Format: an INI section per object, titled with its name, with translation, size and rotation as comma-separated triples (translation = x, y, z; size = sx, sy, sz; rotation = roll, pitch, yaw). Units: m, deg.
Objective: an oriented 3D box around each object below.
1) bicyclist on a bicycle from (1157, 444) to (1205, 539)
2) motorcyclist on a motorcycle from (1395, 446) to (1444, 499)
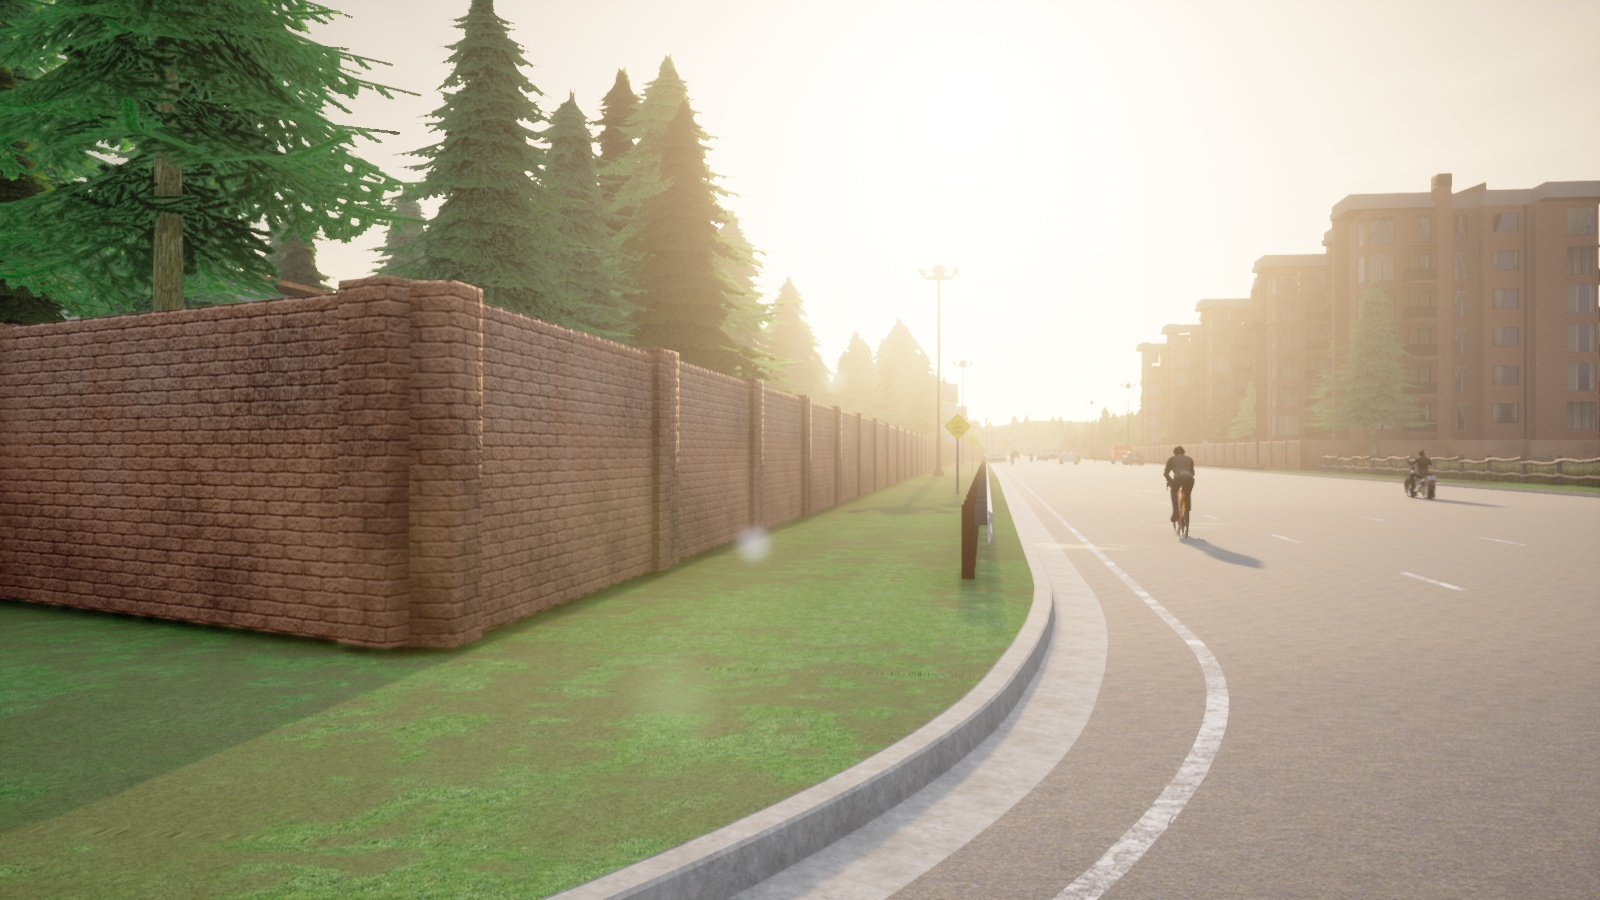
[bicyclist on a bicycle]
translation = 6.747, 0.721, 22.284
size = 0.582, 1.620, 1.656
rotation = 0, 0, 9
[motorcyclist on a motorcycle]
translation = 20.171, 0.717, 40.934
size = 0.766, 1.649, 2.350
rotation = 0, 0, 9
